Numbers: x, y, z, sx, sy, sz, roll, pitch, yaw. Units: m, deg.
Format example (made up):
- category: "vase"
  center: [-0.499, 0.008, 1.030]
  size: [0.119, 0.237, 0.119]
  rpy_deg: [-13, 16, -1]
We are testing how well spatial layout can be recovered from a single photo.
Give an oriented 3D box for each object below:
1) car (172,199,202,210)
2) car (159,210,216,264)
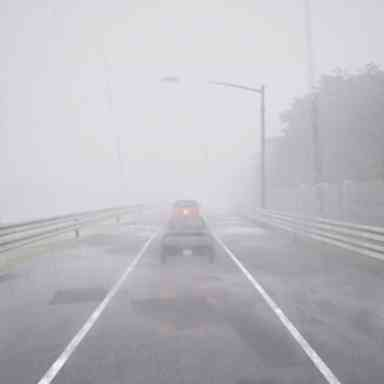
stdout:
- category: "car"
  center: [-0.422, 1.548, 26.289]
  size: [2.150, 2.045, 5.566]
  rpy_deg: [0, 0, 1]
- category: "car"
  center: [-0.186, 1.650, 12.517]
  size: [2.128, 1.511, 4.902]
  rpy_deg: [0, -1, -1]
